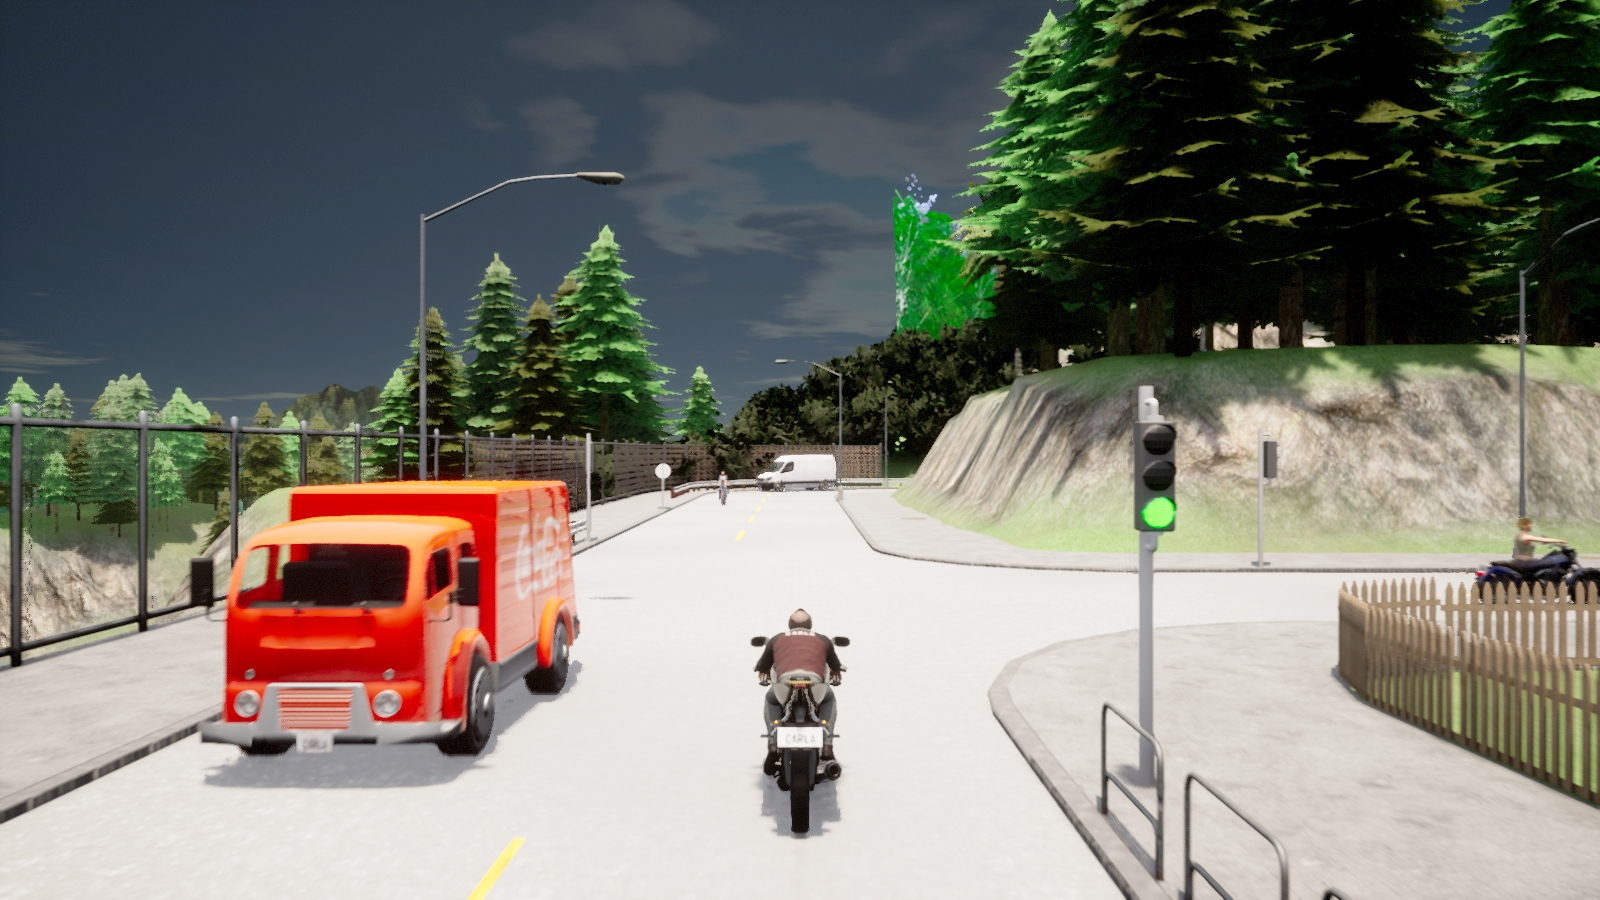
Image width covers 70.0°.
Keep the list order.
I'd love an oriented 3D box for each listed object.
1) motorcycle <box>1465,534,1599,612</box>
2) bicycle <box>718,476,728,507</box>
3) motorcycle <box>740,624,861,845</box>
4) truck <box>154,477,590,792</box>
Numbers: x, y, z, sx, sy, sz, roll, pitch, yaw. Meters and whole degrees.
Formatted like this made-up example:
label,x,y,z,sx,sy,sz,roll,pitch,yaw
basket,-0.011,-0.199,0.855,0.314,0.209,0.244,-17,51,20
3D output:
label,x,y,z,sx,sy,sz,roll,pitch,yaw
motorcycle,13.236,2.171,20.320,2.356,1.307,0.764,0,0,0
bicycle,-3.927,2.100,58.168,0.373,1.496,1.643,0,0,0
motorcycle,0.002,2.213,9.313,0.867,1.251,2.209,0,0,0
truck,-3.995,1.578,11.998,2.627,2.467,5.204,0,0,0
